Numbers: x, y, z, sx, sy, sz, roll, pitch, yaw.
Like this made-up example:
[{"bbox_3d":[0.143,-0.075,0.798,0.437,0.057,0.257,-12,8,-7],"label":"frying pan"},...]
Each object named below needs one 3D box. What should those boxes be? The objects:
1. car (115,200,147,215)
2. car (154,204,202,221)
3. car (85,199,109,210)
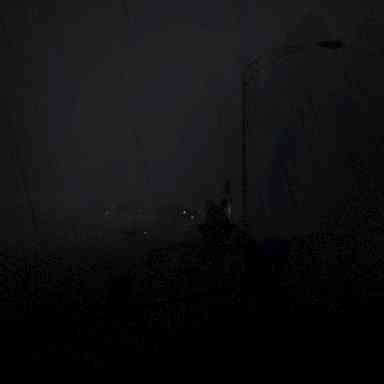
[{"bbox_3d":[-6.504,1.554,34.858,1.812,1.442,4.674,0,0,-35],"label":"car"},{"bbox_3d":[-1.213,1.629,27.427,1.895,1.301,4.718,0,0,-35],"label":"car"},{"bbox_3d":[-12.247,1.592,42.951,1.994,1.385,4.181,0,0,-35],"label":"car"}]
